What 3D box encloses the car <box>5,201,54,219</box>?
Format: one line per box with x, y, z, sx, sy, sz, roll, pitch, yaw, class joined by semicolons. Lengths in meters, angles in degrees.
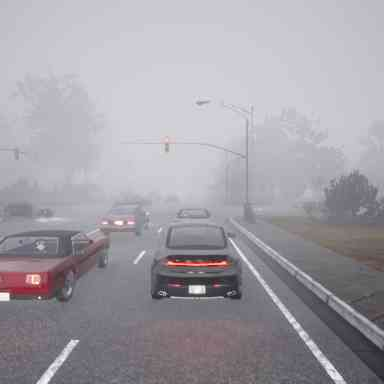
-13.040;1.385;26.738;4.181;1.385;1.994;0;0;31;car

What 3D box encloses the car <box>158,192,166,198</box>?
-7.583;0.776;83.940;1.812;1.442;4.674;0;1;-3;car

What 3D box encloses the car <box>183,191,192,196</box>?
-1.402;0.460;95.140;2.033;1.411;5.357;0;1;-7;car

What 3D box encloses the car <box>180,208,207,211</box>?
0.084;1.496;17.656;1.895;1.301;4.718;0;0;0;car

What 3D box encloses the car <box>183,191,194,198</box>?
-0.651;0.779;85.262;1.994;1.385;4.181;0;1;-4;car

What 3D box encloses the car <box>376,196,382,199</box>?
23.759;0.941;38.969;5.566;2.045;2.150;0;0;-3;car

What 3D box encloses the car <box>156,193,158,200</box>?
-7.180;1.149;53.306;2.033;1.411;5.357;0;0;0;car

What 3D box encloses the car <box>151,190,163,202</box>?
-7.151;0.730;63.481;2.150;2.045;5.566;0;1;-1;car

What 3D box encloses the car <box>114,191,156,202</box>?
-6.893;1.072;38.859;2.097;1.767;4.553;0;0;42;car

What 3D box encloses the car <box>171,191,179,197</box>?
-4.928;0.612;95.109;2.128;1.511;4.902;0;1;-7;car

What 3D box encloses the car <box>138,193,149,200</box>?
-10.724;0.987;73.799;1.895;1.301;4.718;0;1;-1;car

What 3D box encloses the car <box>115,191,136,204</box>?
-10.679;0.818;53.826;2.150;2.045;5.566;0;0;0;car

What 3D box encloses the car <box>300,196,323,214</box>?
13.120;1.262;31.139;5.008;1.535;1.882;0;0;-3;car

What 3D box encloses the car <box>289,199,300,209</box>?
13.675;1.216;38.383;4.902;1.511;2.128;0;0;-3;car

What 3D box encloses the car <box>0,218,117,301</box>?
-3.411;1.570;8.164;1.895;1.301;4.718;0;0;0;car

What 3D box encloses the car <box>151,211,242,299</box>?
0.090;1.473;8.343;1.837;1.490;4.892;0;0;0;car

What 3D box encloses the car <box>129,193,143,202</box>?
-10.661;0.984;63.713;1.882;1.535;5.008;0;1;0;car

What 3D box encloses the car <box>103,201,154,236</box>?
-3.442;1.442;17.753;2.033;1.411;5.357;0;0;-1;car

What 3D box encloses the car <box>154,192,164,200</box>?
-7.220;0.872;73.671;1.882;1.535;5.008;0;1;-1;car

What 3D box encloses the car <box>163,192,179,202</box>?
-3.525;0.892;60.190;2.097;1.767;4.553;0;1;0;car
